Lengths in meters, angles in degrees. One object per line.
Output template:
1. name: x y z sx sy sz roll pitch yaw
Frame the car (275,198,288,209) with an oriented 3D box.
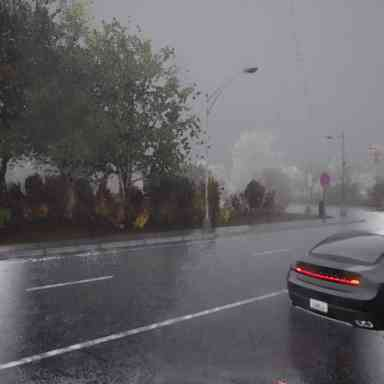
1. car: 9.722 1.336 41.448 2.097 1.767 4.553 0 0 -32

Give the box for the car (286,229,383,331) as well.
1. car: 3.923 1.501 6.536 4.892 1.490 1.837 0 0 -35
